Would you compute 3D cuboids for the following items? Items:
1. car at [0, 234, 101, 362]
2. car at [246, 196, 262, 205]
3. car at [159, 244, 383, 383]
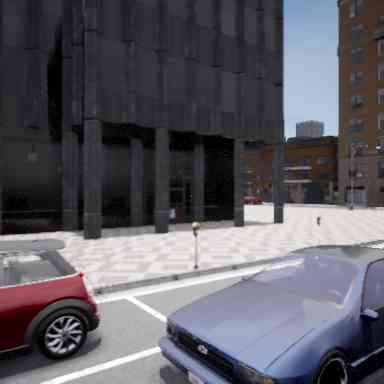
[{"bbox_3d":[-3.428,1.439,4.321,4.097,1.590,1.967,0,0,-36],"label":"car"},{"bbox_3d":[10.385,1.509,59.859,1.882,1.535,5.008,0,0,-34],"label":"car"},{"bbox_3d":[2.214,1.556,4.958,5.357,1.411,2.033,0,0,-36],"label":"car"}]
